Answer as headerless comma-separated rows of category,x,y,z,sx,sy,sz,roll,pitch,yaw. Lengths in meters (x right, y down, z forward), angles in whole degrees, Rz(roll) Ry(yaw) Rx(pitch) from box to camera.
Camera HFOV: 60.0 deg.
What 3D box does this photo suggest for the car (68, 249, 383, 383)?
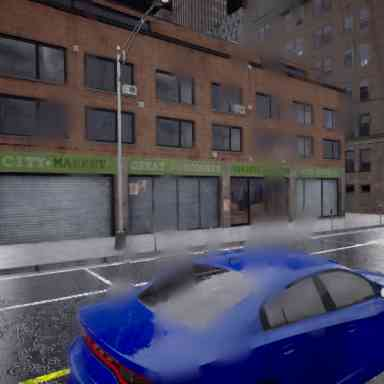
car,1.133,1.476,4.125,5.008,1.535,1.882,0,0,-36
